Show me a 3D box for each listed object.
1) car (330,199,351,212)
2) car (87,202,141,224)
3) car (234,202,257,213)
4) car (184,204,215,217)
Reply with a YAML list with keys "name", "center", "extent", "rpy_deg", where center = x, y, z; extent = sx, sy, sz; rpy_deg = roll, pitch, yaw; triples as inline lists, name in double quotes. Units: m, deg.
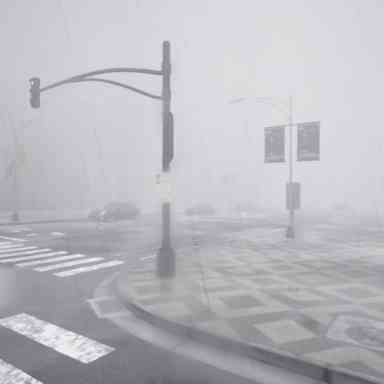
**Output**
- name: "car"
  center: [24.538, 2.382, 54.115]
  extent: [2.128, 1.511, 4.902]
  rpy_deg: [0, -1, 36]
- name: "car"
  center: [-6.378, 1.645, 27.610]
  extent: [2.097, 1.767, 4.553]
  rpy_deg: [0, -1, 35]
- name: "car"
  center: [7.713, 2.156, 47.480]
  extent: [1.837, 1.490, 4.892]
  rpy_deg: [0, -1, 35]
- name: "car"
  center: [0.935, 2.042, 37.947]
  extent: [1.994, 1.385, 4.181]
  rpy_deg: [0, -1, 35]
